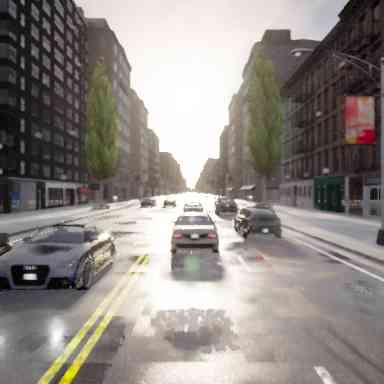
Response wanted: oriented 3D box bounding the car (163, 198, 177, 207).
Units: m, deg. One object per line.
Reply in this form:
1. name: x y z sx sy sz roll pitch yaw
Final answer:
1. car: -3.323 1.578 49.993 1.895 1.301 4.718 0 0 0

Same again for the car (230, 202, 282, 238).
1. car: 3.350 1.500 17.557 1.837 1.490 4.892 0 0 0

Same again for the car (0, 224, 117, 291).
1. car: -3.349 1.562 8.863 1.994 1.385 4.181 0 0 0

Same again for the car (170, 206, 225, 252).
1. car: 0.091 1.544 13.794 2.033 1.411 5.357 0 0 0

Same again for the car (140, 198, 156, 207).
1. car: -6.570 1.577 50.098 1.895 1.301 4.718 0 0 0

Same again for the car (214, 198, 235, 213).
1. car: 3.352 1.339 33.639 2.097 1.767 4.553 0 0 0

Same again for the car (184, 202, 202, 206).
1. car: 0.102 1.588 32.295 1.895 1.301 4.718 0 0 0
